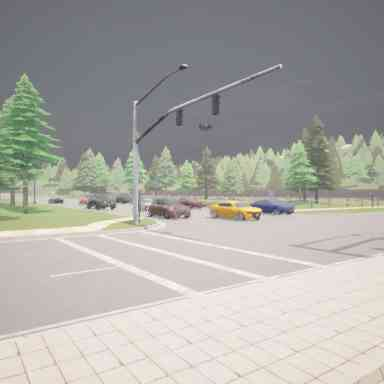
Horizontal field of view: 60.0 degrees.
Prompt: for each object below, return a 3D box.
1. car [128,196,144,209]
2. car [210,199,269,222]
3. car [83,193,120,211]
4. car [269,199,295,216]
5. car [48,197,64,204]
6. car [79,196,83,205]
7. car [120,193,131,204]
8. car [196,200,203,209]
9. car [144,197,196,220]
[{"bbox_3d":[-5.439,1.526,39.635,1.812,1.442,4.674,0,0,-35],"label":"car"},{"bbox_3d":[3.465,1.477,26.938,1.882,1.535,5.008,0,0,-35],"label":"car"},{"bbox_3d":[-11.574,1.221,42.256,2.150,2.045,5.566,0,0,-35],"label":"car"},{"bbox_3d":[7.789,1.477,32.958,1.882,1.535,5.008,0,0,-35],"label":"car"},{"bbox_3d":[-25.202,1.601,61.759,1.895,1.301,4.718,0,0,-35],"label":"car"},{"bbox_3d":[-17.714,1.352,57.094,2.097,1.767,4.553,0,0,-35],"label":"car"},{"bbox_3d":[-12.468,1.224,61.825,2.150,2.045,5.566,0,0,-35],"label":"car"},{"bbox_3d":[-0.501,1.478,44.746,1.882,1.535,5.008,0,0,-35],"label":"car"},{"bbox_3d":[-1.947,1.351,28.310,2.097,1.767,4.553,0,0,-32],"label":"car"}]
